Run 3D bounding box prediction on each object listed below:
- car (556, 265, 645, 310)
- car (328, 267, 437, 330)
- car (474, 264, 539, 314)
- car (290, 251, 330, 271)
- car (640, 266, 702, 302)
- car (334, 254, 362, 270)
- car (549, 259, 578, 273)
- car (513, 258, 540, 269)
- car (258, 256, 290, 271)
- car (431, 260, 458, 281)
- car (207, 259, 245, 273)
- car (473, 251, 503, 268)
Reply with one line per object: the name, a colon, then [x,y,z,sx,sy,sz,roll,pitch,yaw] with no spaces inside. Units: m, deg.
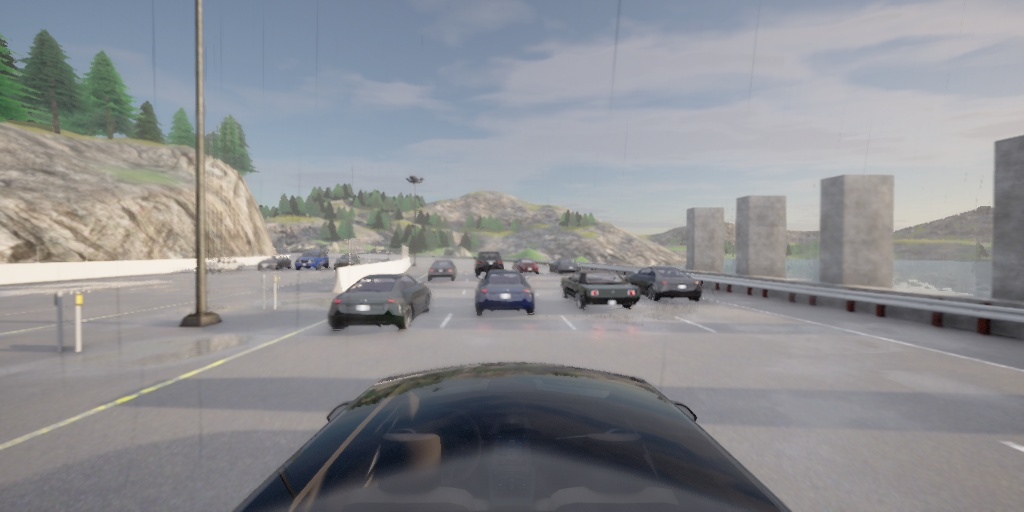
car: [3.170,1.206,13.941,1.895,1.301,4.718,0,1,-3]
car: [-3.679,1.198,10.678,1.994,1.385,4.181,0,1,-2]
car: [-0.293,1.174,12.989,1.994,1.385,4.181,0,1,-3]
car: [-21.532,0.478,38.873,2.150,2.045,5.566,0,1,-12]
car: [6.531,1.149,16.051,1.994,1.385,4.181,0,1,-4]
car: [-18.168,0.604,39.758,2.097,1.767,4.553,0,1,-12]
car: [4.704,0.944,32.453,1.994,1.385,4.181,0,1,-9]
car: [1.156,0.899,32.518,1.812,1.442,4.674,0,1,-9]
car: [-24.893,0.755,37.801,2.128,1.511,4.902,0,1,-12]
car: [-4.987,0.990,26.077,2.033,1.411,5.357,0,1,-7]
car: [-27.707,0.904,34.210,1.895,1.301,4.718,0,1,-11]
car: [-2.015,0.616,30.290,2.150,2.045,5.566,0,1,-8]
